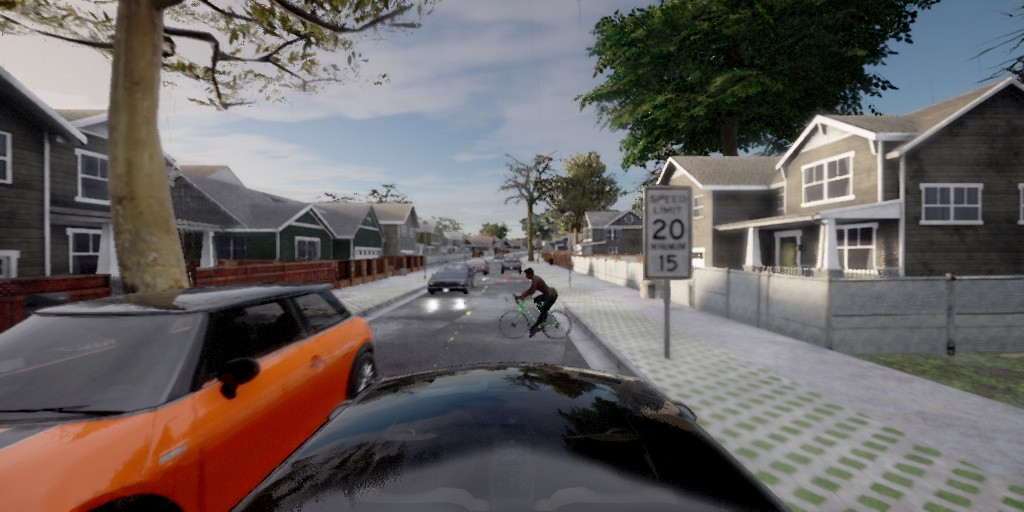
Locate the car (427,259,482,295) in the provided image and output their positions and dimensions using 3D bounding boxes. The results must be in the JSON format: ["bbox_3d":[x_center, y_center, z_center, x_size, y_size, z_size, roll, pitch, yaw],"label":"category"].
[{"bbox_3d":[-2.919,1.082,18.390,2.033,1.411,5.357,0,1,-1],"label":"car"}]

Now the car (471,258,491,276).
[{"bbox_3d":[-2.947,0.874,30.756,1.812,1.442,4.674,0,1,1],"label":"car"}]

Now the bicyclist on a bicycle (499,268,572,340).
[{"bbox_3d":[0.529,1.089,8.070,1.656,1.620,0.582,1,1,0],"label":"bicyclist on a bicycle"}]

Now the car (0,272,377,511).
[{"bbox_3d":[-2.847,1.092,2.884,2.097,1.767,4.553,0,1,0],"label":"car"}]

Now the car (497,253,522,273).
[{"bbox_3d":[-0.051,0.792,33.549,2.128,1.511,4.902,0,1,0],"label":"car"}]
